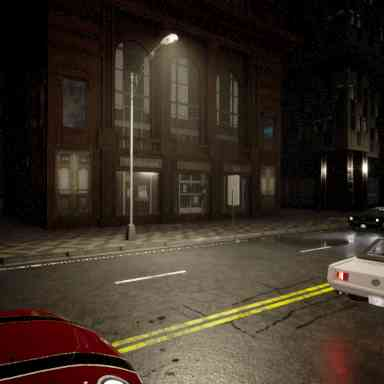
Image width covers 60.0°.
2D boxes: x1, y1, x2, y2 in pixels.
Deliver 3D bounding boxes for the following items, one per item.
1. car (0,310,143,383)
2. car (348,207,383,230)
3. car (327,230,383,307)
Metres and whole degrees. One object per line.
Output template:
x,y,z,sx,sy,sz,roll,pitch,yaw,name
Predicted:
-2.424,1.352,1.711,4.553,1.767,2.097,0,0,-36,car
11.296,1.582,19.737,4.718,1.301,1.895,0,0,-36,car
5.010,1.597,7.014,4.718,1.301,1.895,0,0,-35,car
